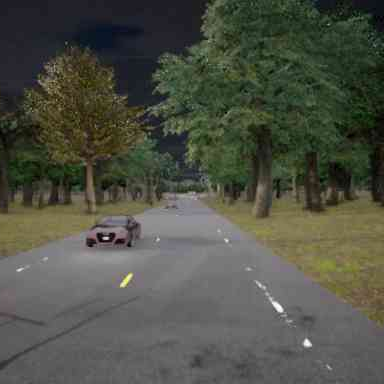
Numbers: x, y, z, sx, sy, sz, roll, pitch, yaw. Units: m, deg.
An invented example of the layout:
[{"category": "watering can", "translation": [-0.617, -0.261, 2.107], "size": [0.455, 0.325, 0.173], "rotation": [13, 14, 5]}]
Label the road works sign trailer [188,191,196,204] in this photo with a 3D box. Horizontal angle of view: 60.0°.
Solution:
[{"category": "road works sign trailer", "translation": [-0.019, 1.507, 93.208], "size": [2.380, 3.560, 2.880], "rotation": [0, 0, 0]}]

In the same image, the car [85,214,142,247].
[{"category": "car", "translation": [-3.602, 1.771, 15.919], "size": [1.994, 1.385, 4.181], "rotation": [0, -1, 0]}]

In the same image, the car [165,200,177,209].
[{"category": "car", "translation": [-3.568, 2.194, 57.167], "size": [1.837, 1.490, 4.892], "rotation": [0, -1, 0]}]
